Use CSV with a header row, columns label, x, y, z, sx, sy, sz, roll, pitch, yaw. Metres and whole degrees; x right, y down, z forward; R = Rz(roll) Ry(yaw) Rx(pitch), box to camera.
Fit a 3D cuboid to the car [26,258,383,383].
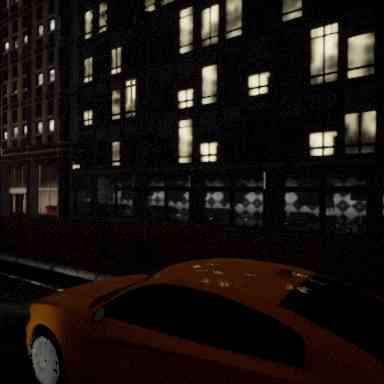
label,x,y,z,sx,sy,sz,roll,pitch,yaw
car,0.193,1.486,3.550,5.008,1.535,1.882,0,0,35
